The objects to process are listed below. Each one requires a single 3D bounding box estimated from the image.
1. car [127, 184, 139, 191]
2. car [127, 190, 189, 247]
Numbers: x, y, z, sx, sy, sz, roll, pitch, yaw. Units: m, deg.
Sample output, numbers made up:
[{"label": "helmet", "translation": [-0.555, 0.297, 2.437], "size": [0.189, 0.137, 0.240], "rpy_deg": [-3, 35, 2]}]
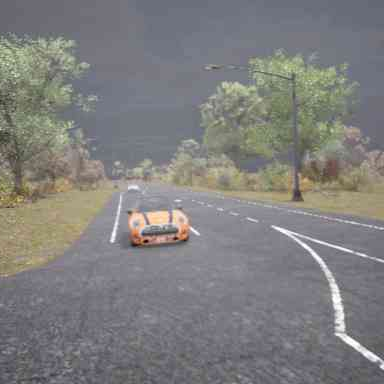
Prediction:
[{"label": "car", "translation": [-10.318, -0.703, 58.445], "size": [1.812, 1.442, 4.674], "rpy_deg": [-3, 3, -8]}, {"label": "car", "translation": [-1.512, 0.971, 13.430], "size": [2.097, 1.767, 4.553], "rpy_deg": [-4, 3, -11]}]
